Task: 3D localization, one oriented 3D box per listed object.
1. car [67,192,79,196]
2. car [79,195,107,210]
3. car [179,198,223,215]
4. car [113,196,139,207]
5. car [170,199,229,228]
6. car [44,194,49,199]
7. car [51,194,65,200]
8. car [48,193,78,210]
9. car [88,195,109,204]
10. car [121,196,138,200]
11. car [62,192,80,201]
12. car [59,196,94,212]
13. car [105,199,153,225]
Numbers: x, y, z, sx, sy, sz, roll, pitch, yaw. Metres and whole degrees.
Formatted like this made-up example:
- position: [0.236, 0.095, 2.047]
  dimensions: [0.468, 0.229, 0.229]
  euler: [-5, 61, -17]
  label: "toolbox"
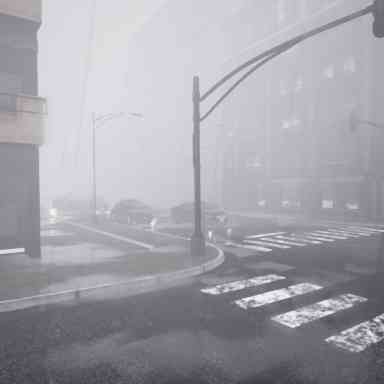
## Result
- position: [-19.904, 1.223, 56.790]
  dimensions: [1.837, 1.490, 4.892]
  euler: [-1, 1, -35]
  label: "car"
- position: [-11.495, 1.397, 39.210]
  dimensions: [2.033, 1.411, 5.357]
  euler: [-1, 1, -35]
  label: "car"
- position: [0.756, 1.360, 31.856]
  dimensions: [1.887, 1.381, 4.507]
  euler: [-1, 1, -35]
  label: "car"
- position: [-9.127, 1.266, 45.950]
  dimensions: [1.752, 1.417, 4.829]
  euler: [-1, 1, -35]
  label: "car"
- position: [0.392, 1.434, 22.020]
  dimensions: [2.128, 1.511, 4.902]
  euler: [-1, 1, -35]
  label: "car"
- position: [-34.999, 1.075, 83.330]
  dimensions: [1.752, 1.417, 4.829]
  euler: [-1, 1, -35]
  label: "car"
- position: [-31.668, 1.124, 78.518]
  dimensions: [2.008, 1.369, 4.403]
  euler: [-1, 1, -35]
  label: "car"
- position: [-15.918, 1.313, 41.040]
  dimensions: [1.967, 1.590, 4.097]
  euler: [-1, 1, -35]
  label: "car"
- position: [-15.594, 1.217, 55.295]
  dimensions: [1.752, 1.417, 4.829]
  euler: [-1, 1, -35]
  label: "car"
- position: [-5.493, 1.374, 30.526]
  dimensions: [1.882, 1.535, 5.008]
  euler: [-1, 1, -35]
  label: "car"
- position: [-25.202, 0.935, 69.171]
  dimensions: [2.192, 1.841, 5.009]
  euler: [-1, 1, -35]
  label: "car"
- position: [-12.683, 1.448, 36.368]
  dimensions: [2.008, 1.369, 4.403]
  euler: [-1, 1, -35]
  label: "car"
- position: [-4.417, 1.509, 24.199]
  dimensions: [1.887, 1.381, 4.507]
  euler: [-1, 1, -35]
  label: "car"
